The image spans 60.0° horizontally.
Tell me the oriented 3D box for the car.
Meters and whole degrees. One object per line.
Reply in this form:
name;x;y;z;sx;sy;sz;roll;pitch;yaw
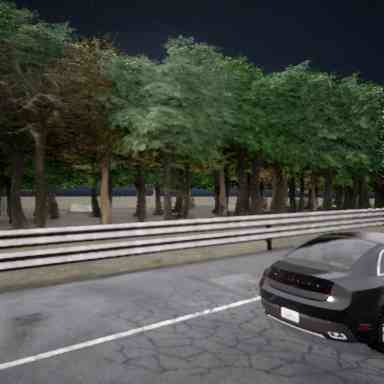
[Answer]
car;3.368;1.500;6.151;4.892;1.490;1.837;0;0;-36
